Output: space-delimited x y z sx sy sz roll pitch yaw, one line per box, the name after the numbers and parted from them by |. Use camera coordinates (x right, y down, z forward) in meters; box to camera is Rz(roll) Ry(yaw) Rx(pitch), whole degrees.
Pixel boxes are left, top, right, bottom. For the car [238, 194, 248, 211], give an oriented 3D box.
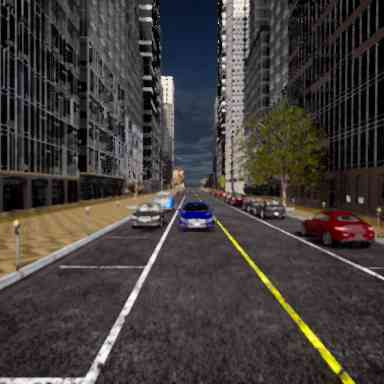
5.819 1.141 30.996 2.008 1.369 4.403 0 1 0 | car

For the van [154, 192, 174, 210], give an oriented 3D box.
-2.560 0.887 30.938 1.690 1.788 3.998 0 1 0 | van

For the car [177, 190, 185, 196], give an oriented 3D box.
-2.916 0.285 82.168 1.887 1.381 4.507 0 1 0 | car

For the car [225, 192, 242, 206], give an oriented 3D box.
5.741 0.856 42.378 1.967 1.590 4.097 0 1 0 | car

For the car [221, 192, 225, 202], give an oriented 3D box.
5.701 0.768 48.069 1.967 1.590 4.097 0 1 0 | car

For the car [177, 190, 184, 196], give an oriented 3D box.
-2.955 0.228 87.861 1.802 1.307 4.206 0 1 0 | car

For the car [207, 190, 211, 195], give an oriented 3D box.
5.425 0.256 87.912 1.947 1.339 4.313 0 1 0 | car

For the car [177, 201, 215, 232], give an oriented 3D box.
0.216 1.271 18.275 1.812 1.442 4.674 0 1 0 | car

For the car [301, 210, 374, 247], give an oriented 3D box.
5.937 1.419 13.921 1.802 1.307 4.206 0 1 0 | car

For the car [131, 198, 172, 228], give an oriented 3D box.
-2.483 1.264 19.557 2.008 1.369 4.403 0 1 0 | car

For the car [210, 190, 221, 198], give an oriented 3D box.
5.543 0.515 70.837 1.887 1.381 4.507 0 1 0 | car

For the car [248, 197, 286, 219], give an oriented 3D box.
5.858 1.225 25.304 2.008 1.369 4.403 0 1 0 | car
